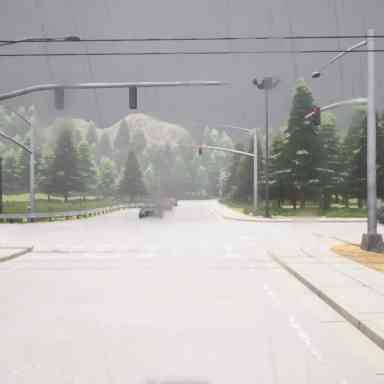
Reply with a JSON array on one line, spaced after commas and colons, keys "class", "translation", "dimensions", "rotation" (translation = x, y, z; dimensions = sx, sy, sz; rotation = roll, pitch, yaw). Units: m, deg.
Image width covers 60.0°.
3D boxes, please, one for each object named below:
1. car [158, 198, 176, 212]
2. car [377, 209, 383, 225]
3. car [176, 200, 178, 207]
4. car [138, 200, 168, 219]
[{"class": "car", "translation": [-3.515, 1.483, 41.572], "dimensions": [2.097, 1.767, 4.553], "rotation": [0, 0, 0]}, {"class": "car", "translation": [14.623, 1.362, 22.123], "dimensions": [4.553, 1.767, 2.097], "rotation": [0, 0, 1]}, {"class": "car", "translation": [-3.399, 1.688, 55.702], "dimensions": [1.812, 1.442, 4.674], "rotation": [0, 0, 1]}, {"class": "car", "translation": [-3.547, 1.662, 29.715], "dimensions": [1.994, 1.385, 4.181], "rotation": [0, 0, 0]}]
